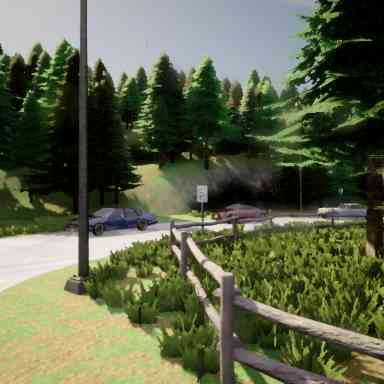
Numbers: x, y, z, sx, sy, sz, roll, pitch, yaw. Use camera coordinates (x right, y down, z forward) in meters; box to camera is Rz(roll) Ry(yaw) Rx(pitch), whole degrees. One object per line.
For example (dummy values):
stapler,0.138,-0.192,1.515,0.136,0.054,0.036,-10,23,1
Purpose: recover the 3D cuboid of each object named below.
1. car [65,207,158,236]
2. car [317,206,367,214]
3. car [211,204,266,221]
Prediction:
car,-4.400,1.574,19.122,2.033,1.411,5.357,0,0,41
car,13.073,1.628,28.034,4.718,1.301,1.895,0,0,-6
car,3.550,1.591,25.152,4.181,1.385,1.994,0,0,-26
